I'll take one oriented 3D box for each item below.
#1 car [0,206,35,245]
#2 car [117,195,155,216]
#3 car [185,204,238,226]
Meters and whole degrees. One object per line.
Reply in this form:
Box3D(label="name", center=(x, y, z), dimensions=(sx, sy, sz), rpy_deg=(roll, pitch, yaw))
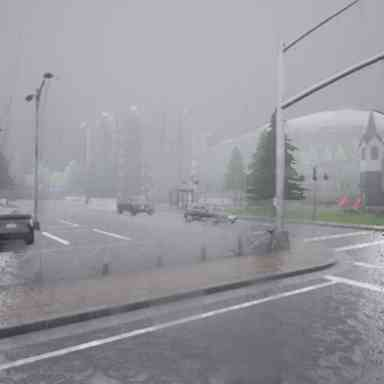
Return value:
Box3D(label="car", center=(-7.993, 1.360, 14.149), dimensions=(2.007, 1.523, 4.514), rpy_deg=(1, -1, -36))
Box3D(label="car", center=(-6.072, 1.414, 35.319), dimensions=(2.150, 2.045, 5.566), rpy_deg=(1, 0, -36))
Box3D(label="car", center=(1.389, 1.689, 25.184), dimensions=(2.128, 1.511, 4.902), rpy_deg=(1, -1, -36))
